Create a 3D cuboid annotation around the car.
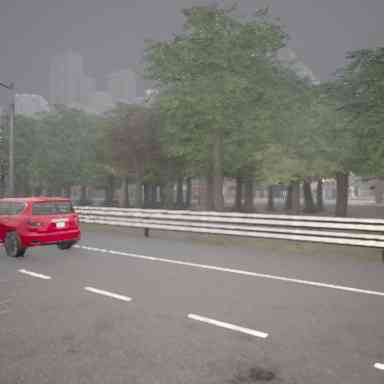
[{"bbox_3d":[-6.680,1.219,12.942,5.566,2.045,2.150,0,0,36],"label":"car"}]
